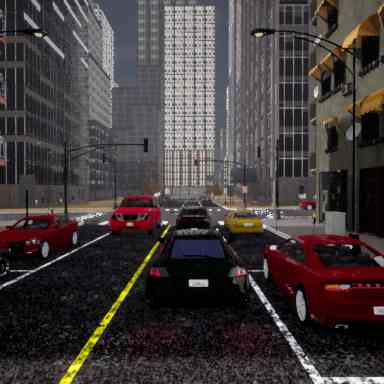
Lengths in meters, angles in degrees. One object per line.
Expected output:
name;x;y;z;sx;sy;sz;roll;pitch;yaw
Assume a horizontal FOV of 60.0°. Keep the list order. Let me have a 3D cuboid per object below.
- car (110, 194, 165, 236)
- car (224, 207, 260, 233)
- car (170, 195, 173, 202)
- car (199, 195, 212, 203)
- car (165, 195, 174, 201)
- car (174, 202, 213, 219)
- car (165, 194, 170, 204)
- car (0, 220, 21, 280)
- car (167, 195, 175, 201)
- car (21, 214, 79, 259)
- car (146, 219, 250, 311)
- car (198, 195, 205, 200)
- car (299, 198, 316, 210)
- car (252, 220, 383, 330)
car;-2.997;1.224;18.847;2.150;2.045;5.566;0;0;0
car;2.692;1.523;18.156;1.752;1.417;4.829;-1;0;0
car;-5.661;1.313;67.079;2.192;1.841;5.009;-1;0;0
car;2.716;1.437;61.513;1.967;1.590;4.097;-1;0;0
car;-5.650;1.524;83.587;1.752;1.417;4.829;-1;0;0
car;0.087;1.503;17.807;1.837;1.490;4.892;0;0;-1
car;-5.663;1.542;61.519;1.887;1.381;4.507;-1;0;0
car;-5.696;1.439;6.958;1.967;1.590;4.097;-1;0;0
car;-5.646;1.544;89.316;1.887;1.381;4.507;-1;0;0
car;-5.692;1.543;12.482;1.887;1.381;4.507;-1;0;0
car;0.107;1.563;7.823;1.994;1.385;4.181;0;0;0
car;2.738;1.582;94.870;1.802;1.307;4.206;-1;0;0
car;14.273;1.256;37.104;4.507;1.381;1.887;-1;1;0
car;2.686;1.544;6.940;1.887;1.381;4.507;-1;0;0
